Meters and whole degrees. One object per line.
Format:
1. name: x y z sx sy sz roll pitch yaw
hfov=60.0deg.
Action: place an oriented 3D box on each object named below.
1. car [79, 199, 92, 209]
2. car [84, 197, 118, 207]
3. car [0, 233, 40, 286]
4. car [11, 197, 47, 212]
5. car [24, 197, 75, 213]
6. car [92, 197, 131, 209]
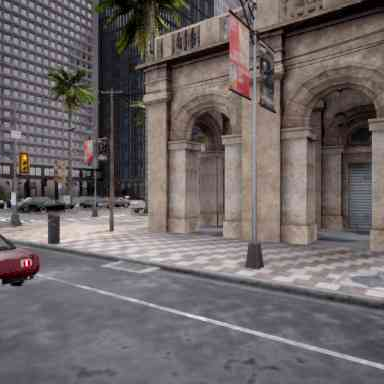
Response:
1. car: -13.231 1.547 46.926 2.033 1.411 5.357 0 0 36
2. car: -13.907 1.513 51.272 2.161 1.482 4.786 0 0 35
3. car: -5.817 1.601 8.194 4.718 1.301 1.895 0 0 37
4. car: -18.767 1.352 39.244 2.097 1.767 4.553 0 0 36
5. car: -15.761 1.601 37.426 1.895 1.301 4.718 0 0 36
6. car: -10.458 1.491 44.783 2.128 1.511 4.902 0 0 36
